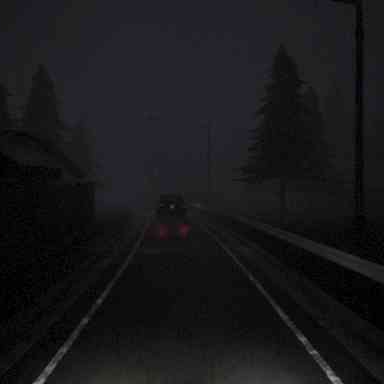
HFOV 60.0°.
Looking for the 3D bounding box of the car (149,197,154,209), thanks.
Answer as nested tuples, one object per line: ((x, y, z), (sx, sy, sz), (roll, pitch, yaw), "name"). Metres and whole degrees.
((-4.590, 1.388, 43.791), (1.812, 1.442, 4.674), (0, 0, -11), "car")

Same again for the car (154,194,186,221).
((-1.735, 1.139, 26.580), (2.150, 2.045, 5.566), (0, 1, -7), "car")
